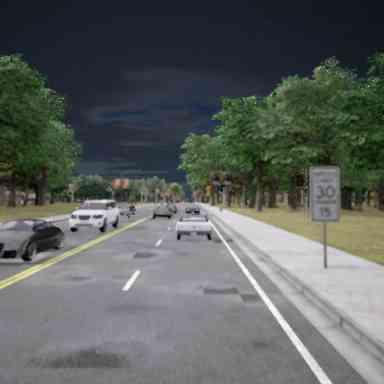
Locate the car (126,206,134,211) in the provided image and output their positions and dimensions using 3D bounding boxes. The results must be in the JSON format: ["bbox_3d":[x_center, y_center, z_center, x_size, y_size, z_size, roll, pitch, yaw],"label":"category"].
[{"bbox_3d":[-6.494,1.677,31.681,2.128,1.511,4.902,0,-1,0],"label":"car"}]

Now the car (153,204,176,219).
[{"bbox_3d":[-3.145,2.149,36.361,1.994,1.385,4.181,0,-1,0],"label":"car"}]

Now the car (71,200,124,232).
[{"bbox_3d":[-6.573,1.573,23.085,2.150,2.045,5.566,0,-1,1],"label":"car"}]

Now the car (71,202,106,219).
[{"bbox_3d":[-9.744,1.676,31.682,1.812,1.442,4.674,0,-1,0],"label":"car"}]

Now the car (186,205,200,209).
[{"bbox_3d":[0.107,2.326,43.561,1.895,1.301,4.718,0,-1,0],"label":"car"}]

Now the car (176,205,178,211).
[{"bbox_3d":[-3.151,2.384,48.330,1.994,1.385,4.181,0,-1,0],"label":"car"}]

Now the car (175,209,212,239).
[{"bbox_3d":[0.104,1.893,19.333,1.895,1.301,4.718,0,-1,0],"label":"car"}]

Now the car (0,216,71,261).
[{"bbox_3d":[-6.582,1.757,12.936,1.994,1.385,4.181,0,-1,0],"label":"car"}]
